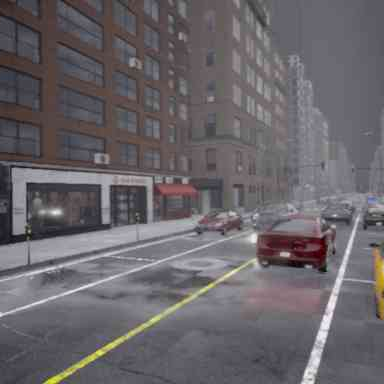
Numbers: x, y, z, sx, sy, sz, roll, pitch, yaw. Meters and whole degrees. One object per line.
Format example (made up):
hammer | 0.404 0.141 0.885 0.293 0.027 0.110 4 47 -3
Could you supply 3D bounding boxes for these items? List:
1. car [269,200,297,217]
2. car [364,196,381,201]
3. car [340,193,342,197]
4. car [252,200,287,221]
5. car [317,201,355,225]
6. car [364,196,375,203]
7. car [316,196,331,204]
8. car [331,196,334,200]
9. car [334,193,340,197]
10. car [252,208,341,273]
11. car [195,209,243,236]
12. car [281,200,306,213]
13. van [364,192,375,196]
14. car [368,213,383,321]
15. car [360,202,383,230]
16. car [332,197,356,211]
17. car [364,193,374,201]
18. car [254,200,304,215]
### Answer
car | 9.284 1.612 33.685 1.752 1.417 4.829 -1 0 28
car | 16.476 1.409 30.125 1.967 1.590 4.097 -1 0 28
car | 37.640 1.602 87.897 1.947 1.339 4.313 -1 0 28
car | 6.805 1.530 28.947 1.967 1.590 4.097 -1 0 28
car | 10.662 1.573 24.481 1.994 1.385 4.181 -1 -1 28
car | 36.853 1.520 69.080 1.802 1.307 4.206 -1 0 28
car | 24.472 1.614 62.723 2.008 1.369 4.403 -1 0 28
car | 27.106 1.604 67.758 1.887 1.381 4.507 -1 0 28
car | 34.927 1.569 82.712 1.752 1.417 4.829 -1 0 28
car | 3.608 1.499 10.999 1.882 1.535 5.008 -1 0 28
car | 1.691 1.679 19.166 1.802 1.307 4.206 -1 0 28
car | 11.921 1.634 38.726 2.008 1.369 4.403 -1 0 28
van | 31.584 1.287 59.013 1.690 1.788 3.998 -1 0 28
car | 4.649 1.437 6.675 1.801 1.575 5.366 -1 0 28
car | 11.362 1.527 20.344 2.008 1.369 4.403 -1 0 28
car | 16.494 1.530 35.851 1.812 1.442 4.674 -1 0 28
car | 44.750 1.233 84.185 2.192 1.841 5.009 -1 0 28
car | 5.281 1.410 20.558 2.097 1.767 4.553 -1 0 28
